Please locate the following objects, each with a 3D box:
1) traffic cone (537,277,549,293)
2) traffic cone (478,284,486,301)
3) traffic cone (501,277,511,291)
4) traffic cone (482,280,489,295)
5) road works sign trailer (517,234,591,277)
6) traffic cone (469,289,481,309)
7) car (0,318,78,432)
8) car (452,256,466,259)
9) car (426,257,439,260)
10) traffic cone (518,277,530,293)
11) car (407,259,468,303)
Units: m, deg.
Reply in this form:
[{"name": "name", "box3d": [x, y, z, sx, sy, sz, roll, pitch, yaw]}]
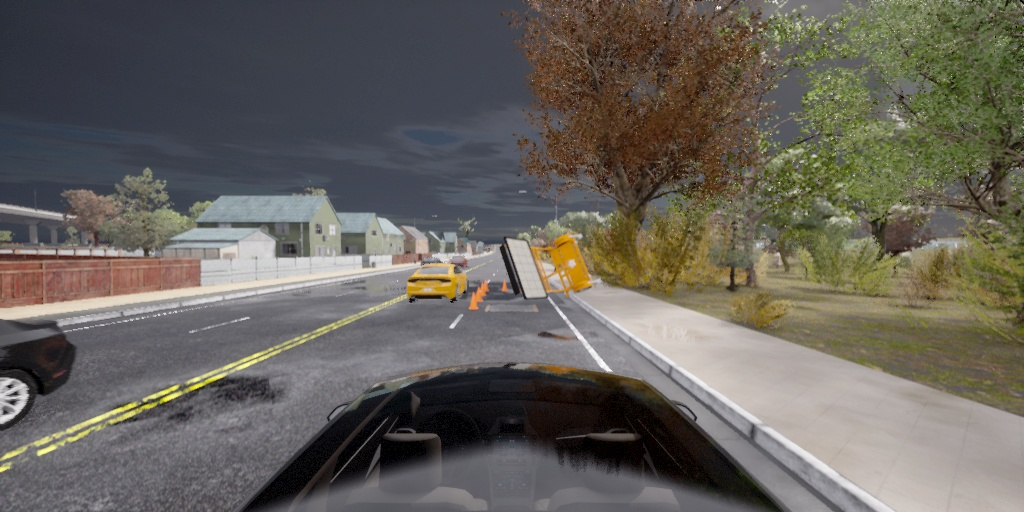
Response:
[{"name": "traffic cone", "box3d": [1.617, 1.537, 18.927, 0.340, 0.580, 0.340, 0, 0, 0]}, {"name": "traffic cone", "box3d": [-1.381, 1.576, 14.927, 0.340, 0.580, 0.340, 0, 0, 0]}, {"name": "traffic cone", "box3d": [-0.382, 1.537, 18.927, 0.340, 0.580, 0.340, 0, 0, 0]}, {"name": "traffic cone", "box3d": [-1.382, 1.557, 16.927, 0.340, 0.580, 0.340, 0, 0, 0]}, {"name": "road works sign trailer", "box3d": [2.166, -1.098, 15.159, 2.880, 3.560, 2.380, 0, 0, -40]}, {"name": "traffic cone", "box3d": [-1.381, 1.596, 12.927, 0.340, 0.580, 0.340, 0, 0, 0]}, {"name": "car", "box3d": [-6.599, 1.246, 2.564, 1.837, 1.490, 4.892, 0, 1, 0]}, {"name": "car", "box3d": [-6.597, 0.793, 44.375, 1.882, 1.535, 5.008, 0, 1, 0]}, {"name": "car", "box3d": [-9.849, 0.866, 44.117, 2.033, 1.411, 5.357, 0, 1, 0]}, {"name": "traffic cone", "box3d": [0.617, 1.537, 18.928, 0.340, 0.580, 0.340, 0, 0, 0]}, {"name": "car", "box3d": [-3.151, 1.089, 15.877, 1.882, 1.535, 5.008, 0, 1, 0]}]
